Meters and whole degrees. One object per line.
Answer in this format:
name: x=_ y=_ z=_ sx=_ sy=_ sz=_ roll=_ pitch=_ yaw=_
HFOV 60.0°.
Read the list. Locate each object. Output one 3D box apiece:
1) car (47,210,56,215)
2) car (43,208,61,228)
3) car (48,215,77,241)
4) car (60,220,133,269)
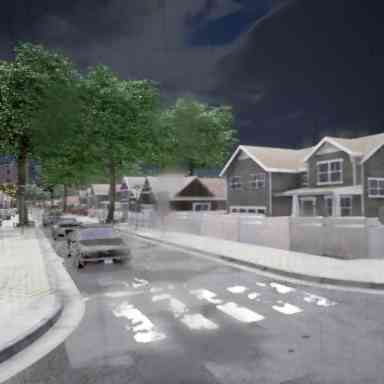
car: x=-36.559 y=5.334 z=86.365 sx=1.895 sy=1.301 sz=4.718 roll=1 pitch=-3 yaw=-26
car: x=-15.348 y=2.940 z=36.902 sx=2.097 sy=1.767 sz=4.553 roll=1 pitch=-2 yaw=-26
car: x=-8.698 y=2.555 z=23.339 sx=1.994 sy=1.385 sz=4.181 roll=1 pitch=-2 yaw=-26
car: x=-4.053 y=2.127 z=13.889 sx=2.033 sy=1.411 sz=5.357 roll=1 pitch=-2 yaw=-26
